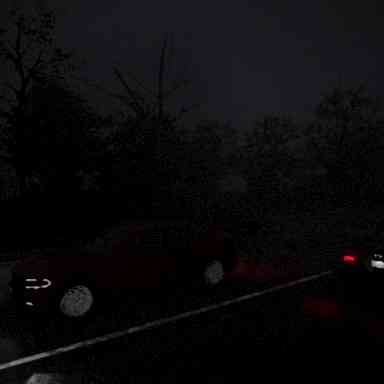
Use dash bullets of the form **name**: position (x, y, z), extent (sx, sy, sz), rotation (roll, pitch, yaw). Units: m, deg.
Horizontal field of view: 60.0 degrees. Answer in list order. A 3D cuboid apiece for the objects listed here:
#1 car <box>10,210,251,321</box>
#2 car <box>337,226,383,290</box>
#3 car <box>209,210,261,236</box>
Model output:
- **car**: position (-1.217, 1.422, 7.421), extent (5.008, 1.535, 1.882), rotation (-2, 1, -35)
- **car**: position (5.541, 1.322, 7.700), extent (5.357, 1.411, 2.033), rotation (-2, 1, -36)
- **car**: position (0.398, 1.414, 12.869), extent (4.718, 1.301, 1.895), rotation (-2, 1, -35)
